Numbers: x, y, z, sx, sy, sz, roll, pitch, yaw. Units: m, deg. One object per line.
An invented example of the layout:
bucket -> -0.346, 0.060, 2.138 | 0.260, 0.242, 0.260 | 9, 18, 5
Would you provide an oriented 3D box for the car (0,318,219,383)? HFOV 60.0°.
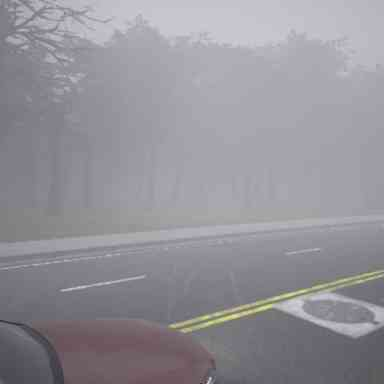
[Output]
car -> -1.890, 1.527, 1.997 | 4.674, 1.442, 1.812 | -1, 1, -35
